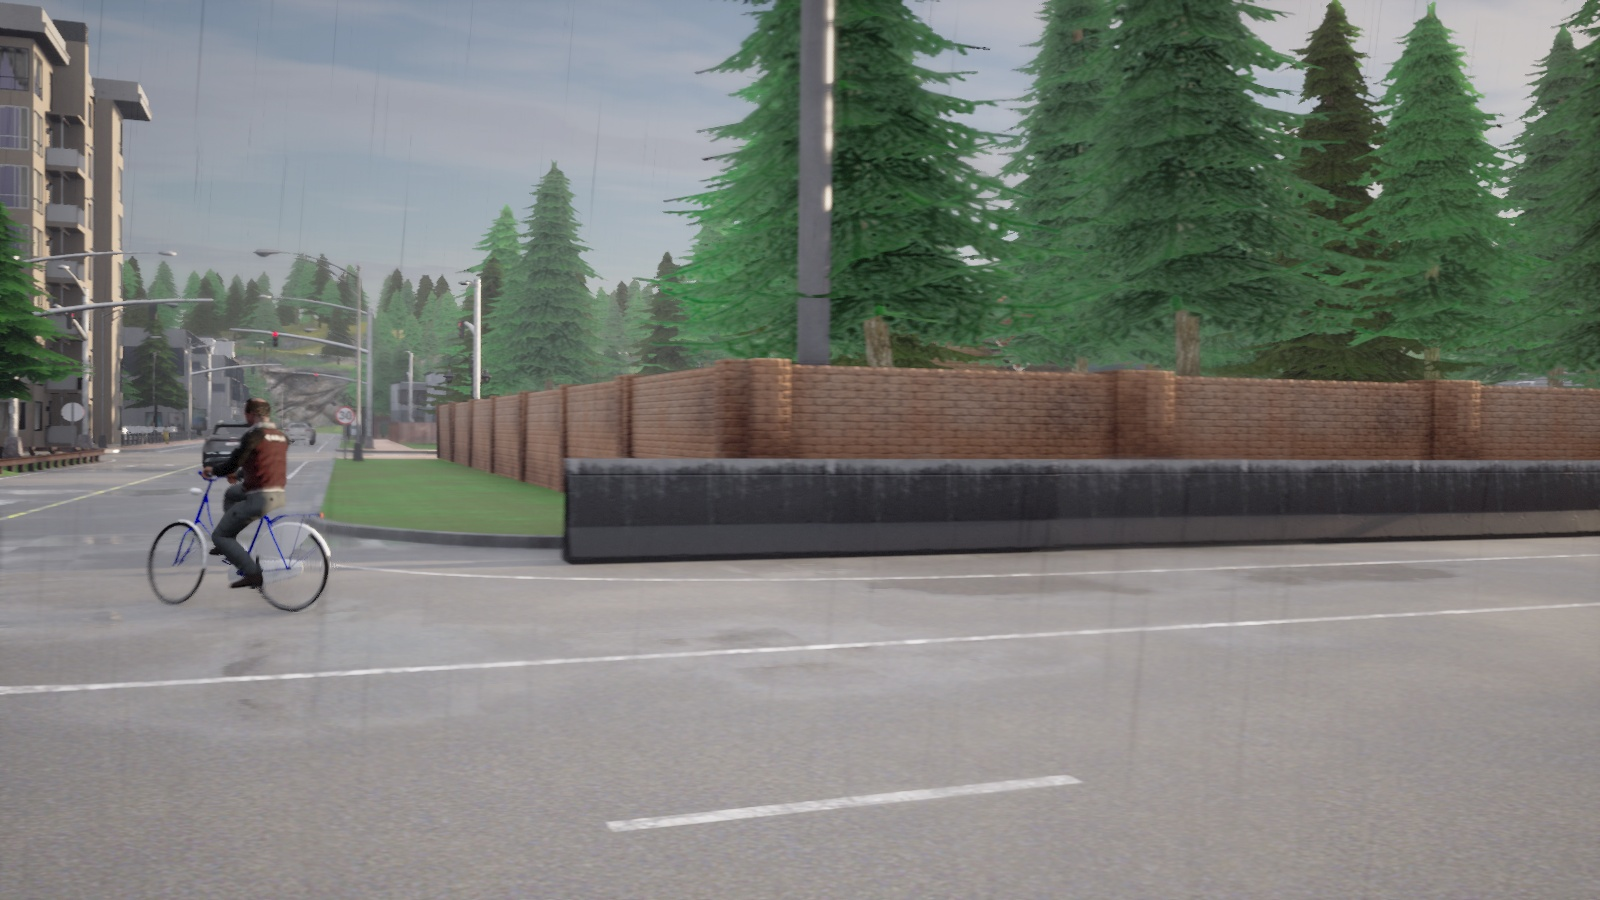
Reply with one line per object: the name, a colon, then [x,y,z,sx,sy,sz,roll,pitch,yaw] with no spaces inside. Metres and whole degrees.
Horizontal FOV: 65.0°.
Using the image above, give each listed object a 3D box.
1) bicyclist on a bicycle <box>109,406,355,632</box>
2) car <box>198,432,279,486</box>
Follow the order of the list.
bicyclist on a bicycle: [-4.709,0.550,10.432,1.843,1.776,0.659,0,-2,16]
car: [-18.291,0.238,41.098,2.033,1.649,4.856,-1,1,-20]
